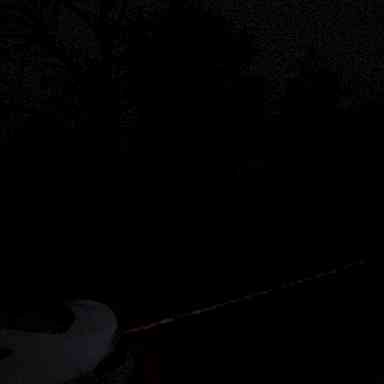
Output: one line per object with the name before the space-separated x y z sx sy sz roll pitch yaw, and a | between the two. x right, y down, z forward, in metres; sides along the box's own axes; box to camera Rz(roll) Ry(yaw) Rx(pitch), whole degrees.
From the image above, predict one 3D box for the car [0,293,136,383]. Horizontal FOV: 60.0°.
car | -2.661 1.544 2.167 4.674 1.442 1.812 -1 0 -36
